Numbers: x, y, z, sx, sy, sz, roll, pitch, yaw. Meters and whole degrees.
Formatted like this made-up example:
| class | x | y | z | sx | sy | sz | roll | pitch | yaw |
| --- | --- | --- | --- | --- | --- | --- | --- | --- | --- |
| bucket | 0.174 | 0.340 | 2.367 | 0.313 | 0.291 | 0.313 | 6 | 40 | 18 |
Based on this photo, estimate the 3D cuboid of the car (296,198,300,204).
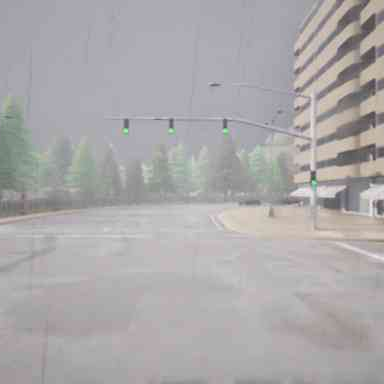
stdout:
| class | x | y | z | sx | sy | sz | roll | pitch | yaw |
| --- | --- | --- | --- | --- | --- | --- | --- | --- | --- |
| car | 18.318 | 1.539 | 62.185 | 4.902 | 1.511 | 2.128 | 0 | 0 | -22 |

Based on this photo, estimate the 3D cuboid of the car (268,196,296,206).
| class | x | y | z | sx | sy | sz | roll | pitch | yaw |
| --- | --- | --- | --- | --- | --- | --- | --- | --- | --- |
| car | 14.942 | 1.569 | 56.341 | 4.674 | 1.442 | 1.812 | 0 | 0 | -34 |

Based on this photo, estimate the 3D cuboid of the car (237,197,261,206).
| class | x | y | z | sx | sy | sz | roll | pitch | yaw |
| --- | --- | --- | --- | --- | --- | --- | --- | --- | --- |
| car | 9.722 | 1.535 | 56.291 | 4.902 | 1.511 | 2.128 | 0 | 0 | -42 |
